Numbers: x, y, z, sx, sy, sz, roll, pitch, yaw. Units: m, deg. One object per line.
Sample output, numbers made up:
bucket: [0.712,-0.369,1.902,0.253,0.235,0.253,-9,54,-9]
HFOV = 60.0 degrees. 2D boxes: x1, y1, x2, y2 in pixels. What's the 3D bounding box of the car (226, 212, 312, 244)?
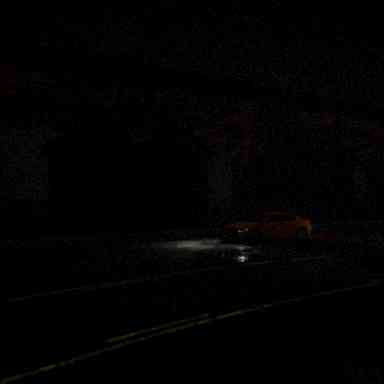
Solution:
car: [4.237,1.863,18.255,5.008,1.535,1.882,0,-1,-25]
